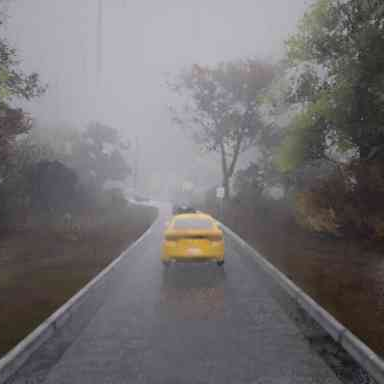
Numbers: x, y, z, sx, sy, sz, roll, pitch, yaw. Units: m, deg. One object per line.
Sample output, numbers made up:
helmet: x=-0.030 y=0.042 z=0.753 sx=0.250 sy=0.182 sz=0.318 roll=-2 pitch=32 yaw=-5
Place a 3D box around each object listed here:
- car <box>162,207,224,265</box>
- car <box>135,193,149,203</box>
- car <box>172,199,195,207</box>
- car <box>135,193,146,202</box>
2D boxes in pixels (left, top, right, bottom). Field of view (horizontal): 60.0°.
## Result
car: x=0.029 y=1.518 z=11.891 sx=1.882 sy=1.535 sz=5.008 roll=0 pitch=0 yaw=0
car: x=-10.638 y=1.404 z=73.043 sx=2.097 sy=1.767 sz=4.553 roll=0 pitch=0 yaw=-14
car: x=-0.844 y=1.460 z=32.152 sx=2.097 sy=1.767 sz=4.553 roll=0 pitch=0 yaw=-4
car: x=-12.574 y=1.367 z=80.781 sx=2.150 sy=2.045 sz=5.566 roll=0 pitch=0 yaw=-16
